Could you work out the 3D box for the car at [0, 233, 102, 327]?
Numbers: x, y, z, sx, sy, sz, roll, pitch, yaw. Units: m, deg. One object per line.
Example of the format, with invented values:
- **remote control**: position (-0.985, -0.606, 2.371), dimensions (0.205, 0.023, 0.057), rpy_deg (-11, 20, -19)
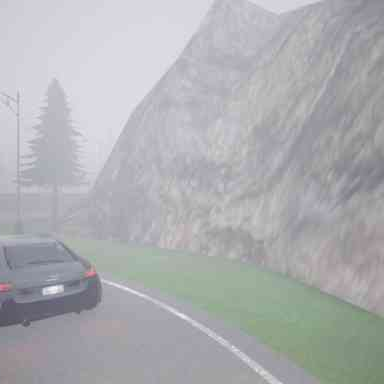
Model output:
- **car**: position (-3.557, 1.564, 6.946), dimensions (1.994, 1.385, 4.181), rpy_deg (0, 0, -40)
